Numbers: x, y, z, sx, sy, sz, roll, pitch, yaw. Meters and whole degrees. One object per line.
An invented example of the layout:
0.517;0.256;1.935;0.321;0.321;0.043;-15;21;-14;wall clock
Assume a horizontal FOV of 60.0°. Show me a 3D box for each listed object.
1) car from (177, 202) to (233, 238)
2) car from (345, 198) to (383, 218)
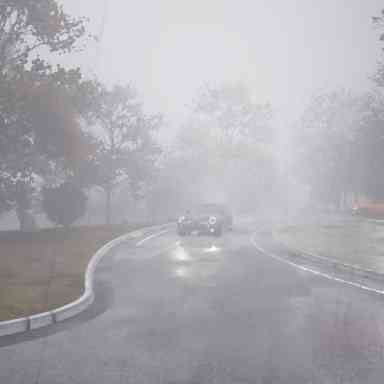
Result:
0.804;1.356;17.671;2.097;1.767;4.553;0;0;18;car
16.261;1.352;29.769;4.553;1.767;2.097;0;0;3;car
